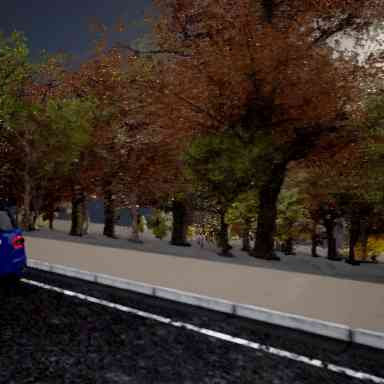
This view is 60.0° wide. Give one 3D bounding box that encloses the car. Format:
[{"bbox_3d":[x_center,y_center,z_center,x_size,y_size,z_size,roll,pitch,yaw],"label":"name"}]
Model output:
[{"bbox_3d":[-6.306,1.286,8.182,5.566,2.045,2.150,0,0,35],"label":"car"}]
